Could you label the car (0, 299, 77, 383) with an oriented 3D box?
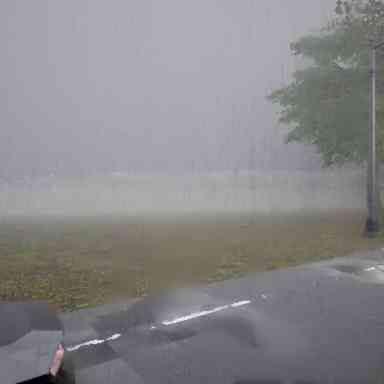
[{"bbox_3d":[-3.171,1.492,1.736,4.902,1.511,2.128,0,0,-35],"label":"car"}]
